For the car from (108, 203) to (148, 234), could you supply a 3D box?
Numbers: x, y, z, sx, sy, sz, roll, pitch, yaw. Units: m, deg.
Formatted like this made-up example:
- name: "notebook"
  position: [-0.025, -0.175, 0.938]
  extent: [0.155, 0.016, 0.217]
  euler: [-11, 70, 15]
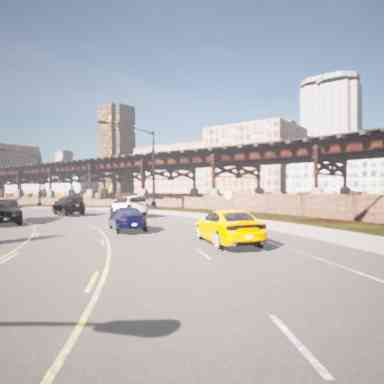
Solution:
- name: "car"
  position: [-4.023, 1.668, 20.609]
  extent: [1.812, 1.442, 4.674]
  euler: [-1, 0, -21]

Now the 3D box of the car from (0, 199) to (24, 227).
- name: "car"
  position: [-14.521, 1.591, 25.867]
  extent: [2.150, 2.045, 5.566]
  euler: [-1, 0, -32]

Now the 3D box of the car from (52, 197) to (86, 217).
- name: "car"
  position: [-13.785, 1.594, 37.090]
  extent: [2.150, 2.045, 5.566]
  euler: [-1, 0, -40]

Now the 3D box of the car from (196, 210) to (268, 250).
- name: "car"
  position: [1.541, 1.510, 14.651]
  extent: [1.882, 1.535, 5.008]
  euler: [-1, 0, -13]

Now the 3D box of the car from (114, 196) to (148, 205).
- name: "car"
  position: [-6.227, 1.426, 32.686]
  extent: [2.150, 2.045, 5.566]
  euler: [-1, 0, -32]
